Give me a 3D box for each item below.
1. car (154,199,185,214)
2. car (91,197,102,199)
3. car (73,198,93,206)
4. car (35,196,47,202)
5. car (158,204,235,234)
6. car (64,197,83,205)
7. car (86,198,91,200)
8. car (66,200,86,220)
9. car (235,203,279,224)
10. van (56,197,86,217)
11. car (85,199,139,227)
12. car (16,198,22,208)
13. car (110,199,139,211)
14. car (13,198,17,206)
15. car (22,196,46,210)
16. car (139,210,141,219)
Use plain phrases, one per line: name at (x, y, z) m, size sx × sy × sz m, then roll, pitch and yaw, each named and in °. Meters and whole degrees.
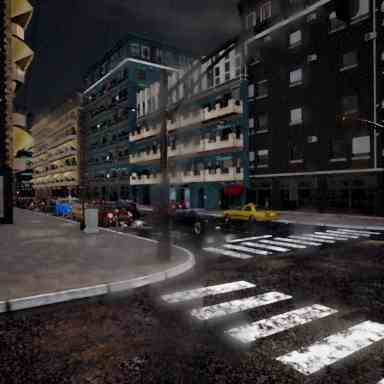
car at (-2.221, 1.441, 33.304) m, size 1.967 × 1.590 × 4.097 m, roll -1°, pitch 1°, yaw -35°
car at (-15.073, 1.502, 51.328) m, size 1.967 × 1.590 × 4.097 m, roll -1°, pitch 1°, yaw -35°
car at (-18.284, 1.644, 55.836) m, size 1.947 × 1.339 × 4.313 m, roll -1°, pitch 1°, yaw -35°
car at (-37.561, 1.728, 82.873) m, size 1.887 × 1.381 × 4.507 m, roll -1°, pitch 1°, yaw -35°
car at (0.136, 1.658, 20.031) m, size 1.895 × 1.301 × 4.718 m, roll -1°, pitch 0°, yaw -35°
car at (-21.497, 1.645, 60.342) m, size 2.008 × 1.369 × 4.403 m, roll -1°, pitch 1°, yaw -35°
car at (-14.349, 1.600, 40.378) m, size 1.882 × 1.535 × 5.008 m, roll -1°, pitch 1°, yaw -35°
car at (-8.943, 1.652, 28.302) m, size 1.752 × 1.417 × 4.829 m, roll -1°, pitch 1°, yaw -35°
car at (4.108, 1.498, 24.432) m, size 1.752 × 1.417 × 4.829 m, roll -1°, pitch 1°, yaw -35°
van at (-12.258, 1.483, 32.945) m, size 1.690 × 1.788 × 3.998 m, roll -1°, pitch 1°, yaw -35°
car at (-5.831, 1.553, 23.935) m, size 1.967 × 1.590 × 4.097 m, roll -1°, pitch 1°, yaw -35°
car at (-25.106, 1.770, 50.971) m, size 1.947 × 1.339 × 4.313 m, roll -1°, pitch 1°, yaw -35°
car at (-8.645, 1.582, 42.317) m, size 2.008 × 1.369 × 4.403 m, roll -1°, pitch 1°, yaw -35°
car at (-31.533, 1.783, 59.984) m, size 1.887 × 1.381 × 4.507 m, roll -1°, pitch 1°, yaw -35°
car at (-21.896, 1.628, 46.464) m, size 1.967 × 1.590 × 4.097 m, roll -1°, pitch 1°, yaw -35°
car at (-6.055, 1.648, 28.708) m, size 1.994 × 1.385 × 4.181 m, roll -1°, pitch 0°, yaw -36°
